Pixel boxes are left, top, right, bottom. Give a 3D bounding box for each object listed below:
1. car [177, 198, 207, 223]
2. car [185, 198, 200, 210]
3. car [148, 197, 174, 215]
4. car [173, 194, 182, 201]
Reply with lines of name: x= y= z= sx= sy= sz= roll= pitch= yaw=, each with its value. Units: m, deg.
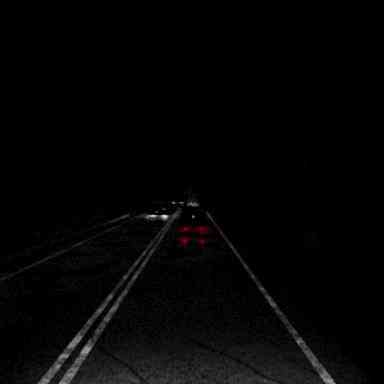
car: x=0.096 y=1.481 z=25.205 sx=2.128 sy=1.511 sz=4.902 roll=0 pitch=0 yaw=0
car: x=0.094 y=1.499 z=43.010 sx=1.812 sy=1.442 sz=4.674 roll=0 pitch=0 yaw=0
car: x=-3.355 y=1.529 z=34.541 sx=2.033 sy=1.411 sz=5.357 roll=0 pitch=0 yaw=0
car: x=-3.259 y=1.258 z=75.505 sx=2.097 sy=1.767 sz=4.553 roll=0 pitch=0 yaw=0
